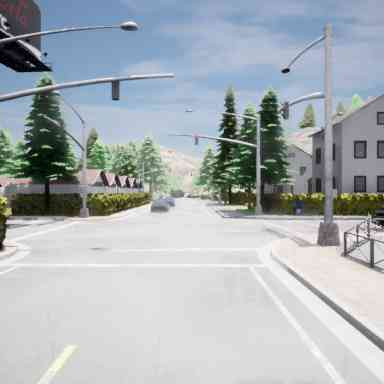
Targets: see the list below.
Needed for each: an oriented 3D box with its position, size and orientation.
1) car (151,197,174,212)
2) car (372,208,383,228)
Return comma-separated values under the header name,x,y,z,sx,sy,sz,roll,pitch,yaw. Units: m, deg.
name,x,y,z,sx,sy,sz,roll,pitch,yaw
car,-3.613,1.547,38.507,2.033,1.411,5.357,0,0,0
car,12.448,1.286,17.965,5.008,1.535,1.882,0,0,-1
